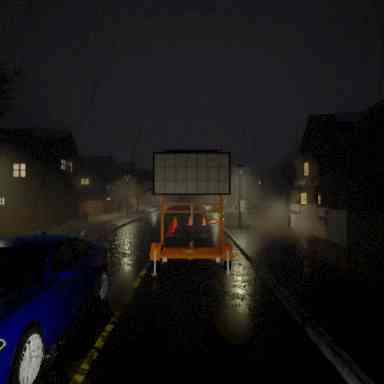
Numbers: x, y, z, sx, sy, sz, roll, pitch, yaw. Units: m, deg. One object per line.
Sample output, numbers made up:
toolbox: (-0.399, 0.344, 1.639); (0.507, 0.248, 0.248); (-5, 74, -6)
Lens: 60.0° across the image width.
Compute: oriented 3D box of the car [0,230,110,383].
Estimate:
car: (-2.749, 1.488, 5.406); (1.882, 1.535, 5.008); (0, 0, 0)

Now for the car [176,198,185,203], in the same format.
car: (-2.744, 2.136, 80.748); (1.812, 1.442, 4.674); (0, -1, 0)

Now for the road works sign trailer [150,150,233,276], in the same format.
road works sign trailer: (-0.003, 0.488, 10.441); (2.380, 3.560, 2.880); (0, 0, 1)
